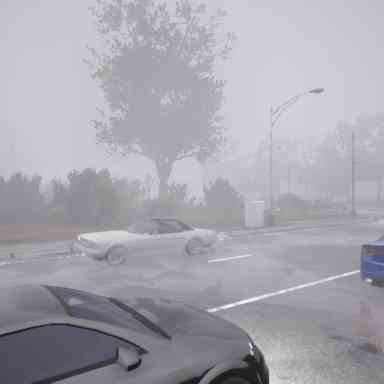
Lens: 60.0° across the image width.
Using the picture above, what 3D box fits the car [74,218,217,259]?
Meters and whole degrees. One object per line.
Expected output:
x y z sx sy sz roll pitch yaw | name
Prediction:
-1.505 1.601 11.528 4.718 1.301 1.895 0 0 -36 | car

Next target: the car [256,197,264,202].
11.309 1.496 47.913 1.837 1.490 4.892 0 0 -33 | car

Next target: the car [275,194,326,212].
12.523 1.221 39.576 2.150 2.045 5.566 0 0 -31 | car

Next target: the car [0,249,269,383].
-1.282 1.564 2.834 4.181 1.385 1.994 0 0 -36 | car

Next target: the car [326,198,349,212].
16.392 1.491 39.989 2.128 1.511 4.902 0 0 -33 | car

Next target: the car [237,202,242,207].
6.619 1.587 48.735 1.895 1.301 4.718 0 0 -33 | car

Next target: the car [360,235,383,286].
6.105 1.478 8.146 5.008 1.535 1.882 0 0 -36 | car
